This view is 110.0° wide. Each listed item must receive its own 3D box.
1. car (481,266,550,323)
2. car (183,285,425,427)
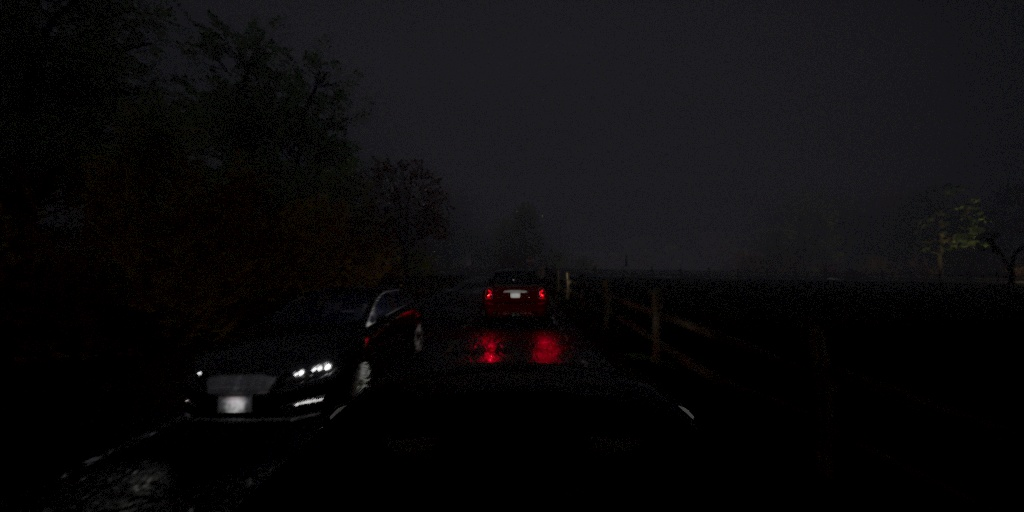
[{"bbox_3d":[0.104,1.222,12.784,2.097,1.767,4.553,0,-1,0],"label":"car"},{"bbox_3d":[-2.848,1.290,6.140,2.128,1.511,4.902,0,-1,0],"label":"car"}]
